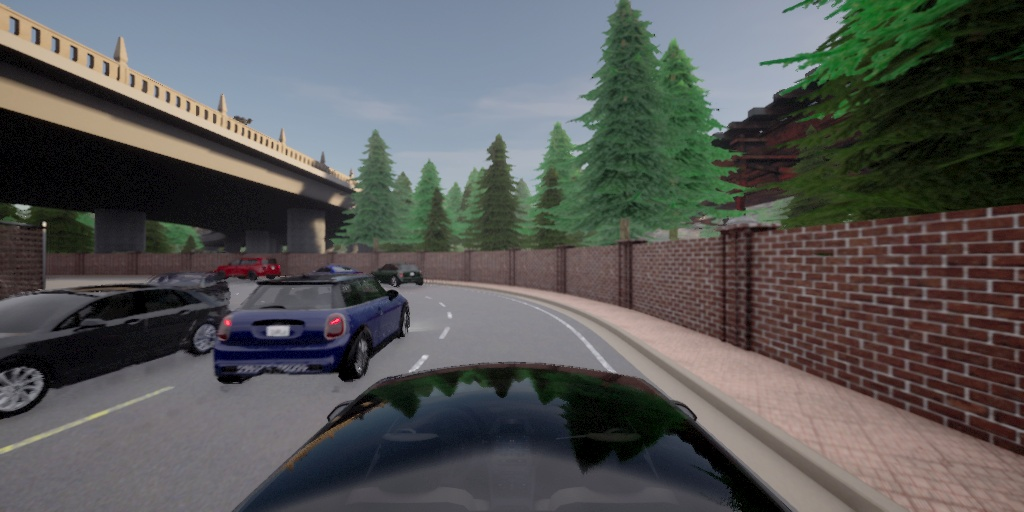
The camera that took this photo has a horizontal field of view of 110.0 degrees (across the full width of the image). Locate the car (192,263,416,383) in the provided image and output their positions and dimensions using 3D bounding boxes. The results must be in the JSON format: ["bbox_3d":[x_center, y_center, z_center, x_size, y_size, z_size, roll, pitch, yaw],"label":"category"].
[{"bbox_3d":[-3.576,1.139,7.393,2.097,1.767,4.553,0,0,-4],"label":"car"}]

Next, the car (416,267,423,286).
[{"bbox_3d":[-8.414,1.262,25.785,4.553,1.767,2.097,0,0,41],"label":"car"}]

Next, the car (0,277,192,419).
[{"bbox_3d":[-7.136,1.282,5.943,1.837,1.490,4.892,1,0,-1],"label":"car"}]

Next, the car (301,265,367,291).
[{"bbox_3d":[-11.999,1.375,24.035,5.008,1.535,1.882,0,-1,37],"label":"car"}]

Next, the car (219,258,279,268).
[{"bbox_3d":[-23.747,1.172,32.313,5.566,2.045,2.150,0,0,13],"label":"car"}]

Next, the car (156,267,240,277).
[{"bbox_3d":[-11.545,1.313,12.638,2.128,1.511,4.902,1,-1,-26],"label":"car"}]
